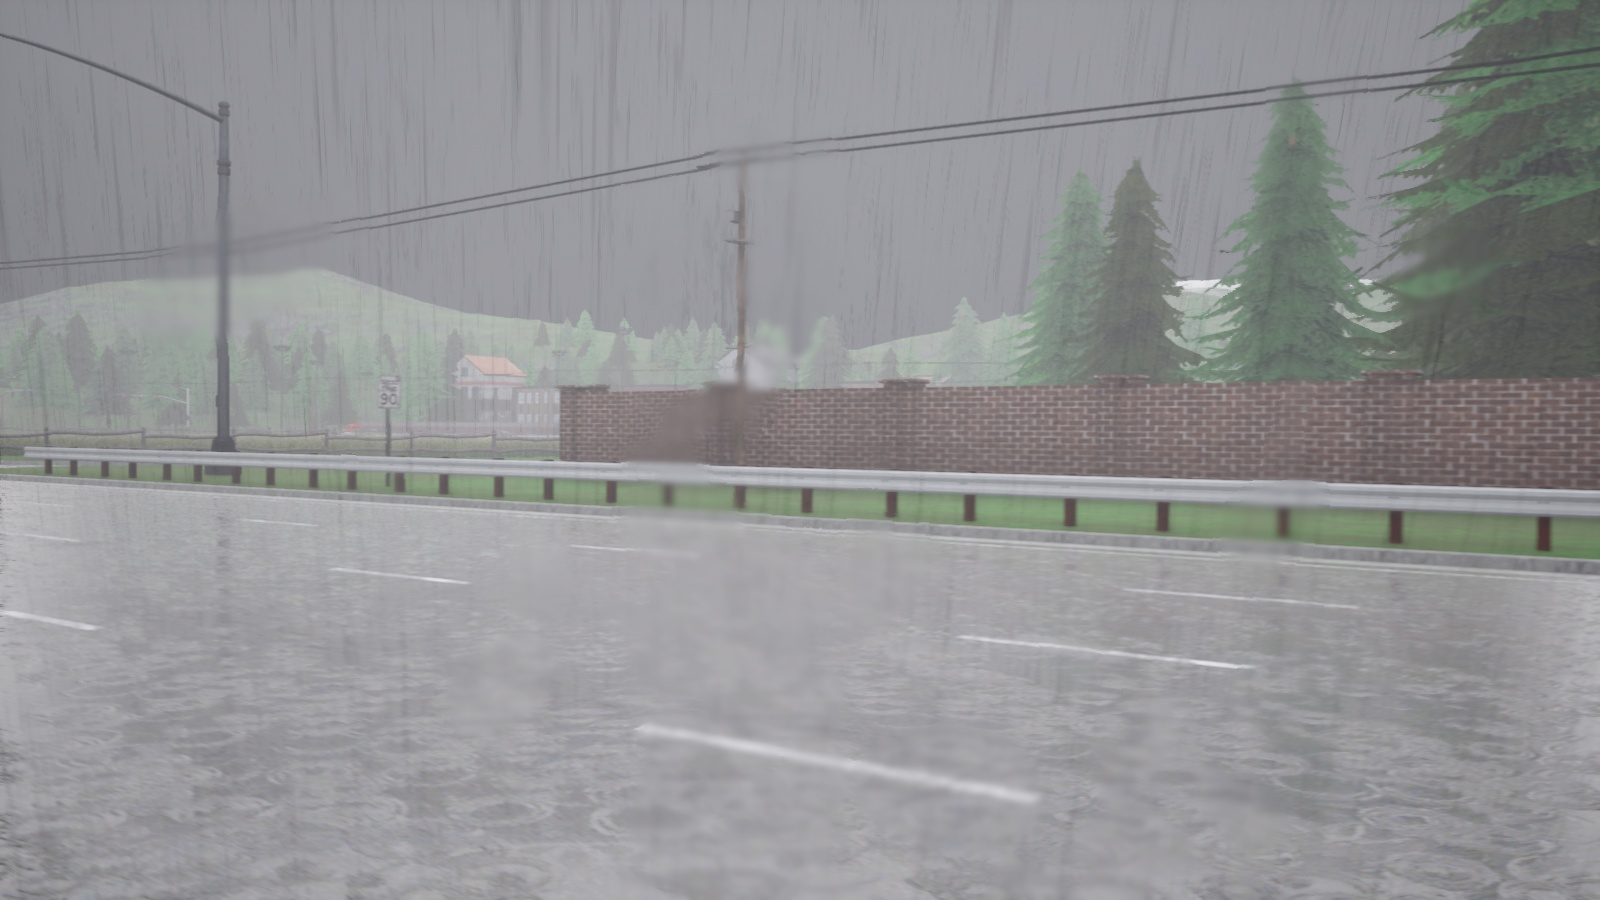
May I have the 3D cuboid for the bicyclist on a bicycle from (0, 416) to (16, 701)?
[{"bbox_3d":[-5.356,0.618,7.216,1.509,1.612,0.866,0,1,33],"label":"bicyclist on a bicycle"}]
